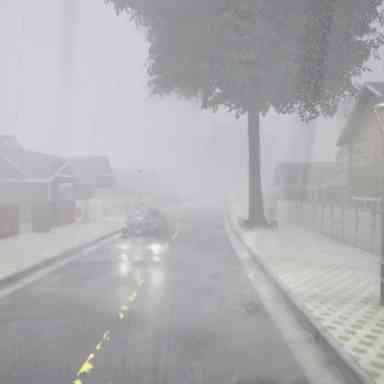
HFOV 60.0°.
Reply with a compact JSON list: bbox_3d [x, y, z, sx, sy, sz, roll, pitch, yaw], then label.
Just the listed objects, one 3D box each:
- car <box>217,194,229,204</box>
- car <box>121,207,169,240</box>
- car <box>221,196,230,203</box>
[{"bbox_3d":[6.409,1.410,68.114,2.150,2.045,5.566,0,0,8],"label":"car"},{"bbox_3d":[-2.287,1.544,17.316,1.812,1.442,4.674,0,0,3],"label":"car"},{"bbox_3d":[7.851,1.679,78.405,1.837,1.490,4.892,0,0,8],"label":"car"}]
